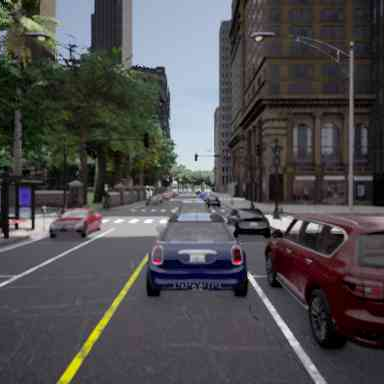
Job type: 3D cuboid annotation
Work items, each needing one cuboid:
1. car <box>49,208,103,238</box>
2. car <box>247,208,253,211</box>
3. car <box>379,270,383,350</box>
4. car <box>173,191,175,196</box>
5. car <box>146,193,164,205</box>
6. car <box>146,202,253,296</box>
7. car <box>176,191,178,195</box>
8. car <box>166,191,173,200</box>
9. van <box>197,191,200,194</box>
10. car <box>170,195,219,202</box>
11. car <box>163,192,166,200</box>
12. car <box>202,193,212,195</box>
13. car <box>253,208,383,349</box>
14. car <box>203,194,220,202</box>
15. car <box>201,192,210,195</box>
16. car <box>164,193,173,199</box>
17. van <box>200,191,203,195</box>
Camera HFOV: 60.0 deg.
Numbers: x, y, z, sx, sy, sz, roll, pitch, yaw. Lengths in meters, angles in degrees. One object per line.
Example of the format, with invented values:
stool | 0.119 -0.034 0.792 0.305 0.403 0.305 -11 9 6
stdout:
car | -5.766 1.475 17.008 1.802 1.307 4.206 0 0 0
car | 2.760 1.459 16.990 1.947 1.339 4.313 0 0 0
car | 2.759 1.519 0.884 1.752 1.417 4.829 0 0 0
car | -5.766 0.806 75.966 2.192 1.841 5.009 0 0 0
car | -5.765 1.233 48.866 2.008 1.369 4.403 0 0 0
car | 0.103 1.298 8.638 2.097 1.767 4.553 0 0 0
car | -5.766 0.683 92.226 2.192 1.841 5.009 0 0 0
car | -5.765 0.971 70.546 1.967 1.590 4.097 0 0 0
van | 2.760 0.792 81.366 1.690 1.788 3.998 0 0 0
car | 0.101 1.238 18.172 2.097 1.767 4.553 0 0 0
car | -5.766 1.086 54.285 1.967 1.590 4.097 0 0 0
car | 2.760 1.249 48.846 1.947 1.339 4.313 0 0 0
car | 2.758 1.277 6.138 2.192 1.841 5.009 0 0 0
car | 2.760 1.286 43.426 1.947 1.339 4.313 0 0 0
car | 2.760 1.171 54.436 1.752 1.417 4.829 0 0 0
car | -5.765 0.977 81.218 1.752 1.417 4.829 0 0 0
van | 2.759 0.950 59.685 1.690 1.788 3.998 0 0 0
